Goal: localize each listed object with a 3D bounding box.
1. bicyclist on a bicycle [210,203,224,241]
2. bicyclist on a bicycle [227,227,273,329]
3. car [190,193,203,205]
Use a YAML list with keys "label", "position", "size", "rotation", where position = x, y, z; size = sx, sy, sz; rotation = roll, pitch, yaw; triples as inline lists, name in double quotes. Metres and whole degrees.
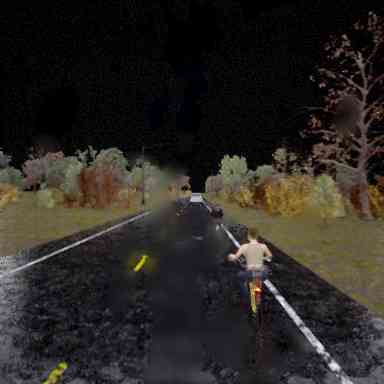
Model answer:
- label: "bicyclist on a bicycle"
  position: [1.159, 1.365, 15.415]
  size: [0.659, 1.776, 1.843]
  rotation: [0, 0, 1]
- label: "bicyclist on a bicycle"
  position: [1.077, 1.431, 5.954]
  size: [0.866, 1.612, 1.509]
  rotation: [0, 0, 1]
- label: "car"
  position: [0.829, 1.255, 61.882]
  size: [2.150, 2.045, 5.566]
  rotation: [0, 0, 2]
